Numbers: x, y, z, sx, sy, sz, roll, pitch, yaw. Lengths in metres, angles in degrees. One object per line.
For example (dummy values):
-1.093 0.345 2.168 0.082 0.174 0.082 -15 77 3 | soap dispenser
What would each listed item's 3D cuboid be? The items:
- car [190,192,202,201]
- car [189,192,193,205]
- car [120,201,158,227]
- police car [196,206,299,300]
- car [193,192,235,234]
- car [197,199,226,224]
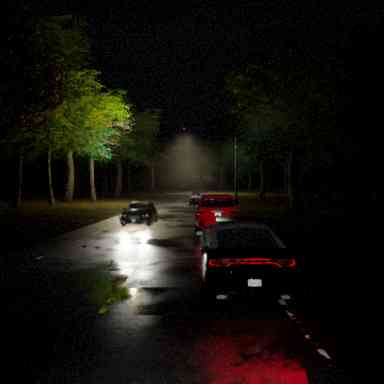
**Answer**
0.672 0.740 59.869 2.033 1.411 5.357 0 2 1 | car
0.550 1.089 46.157 2.033 1.411 5.357 0 1 1 | car
-3.357 1.361 21.722 2.128 1.511 4.902 0 1 1 | car
1.145 1.398 8.493 1.930 1.638 5.238 0 0 1 | police car
1.256 1.127 18.407 2.150 2.045 5.566 0 1 1 | car
1.323 1.347 24.381 1.837 1.490 4.892 0 1 1 | car
